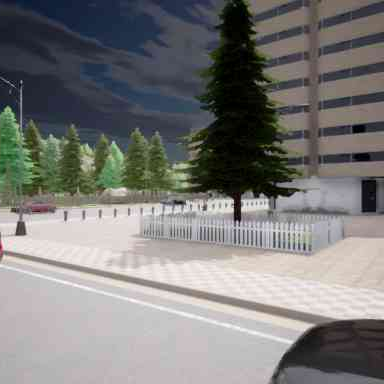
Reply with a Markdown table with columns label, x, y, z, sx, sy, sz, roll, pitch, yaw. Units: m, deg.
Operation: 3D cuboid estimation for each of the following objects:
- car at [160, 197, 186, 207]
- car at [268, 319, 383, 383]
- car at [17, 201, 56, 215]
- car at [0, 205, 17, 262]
| label | x | y | z | sx | sy | sz | roll | pitch | yaw |
| --- | --- | --- | --- | --- | --- | --- | --- | --- | --- |
| car | -2.937 | 1.351 | 52.329 | 2.097 | 1.767 | 4.553 | 0 | 0 | 36 |
| car | 2.597 | 1.564 | 2.141 | 4.181 | 1.385 | 1.994 | 0 | 0 | 35 |
| car | -16.102 | 1.564 | 33.879 | 1.994 | 1.385 | 4.181 | 0 | 0 | 35 |
| car | -7.415 | 1.221 | 9.228 | 5.566 | 2.045 | 2.150 | 0 | 0 | 36 |
